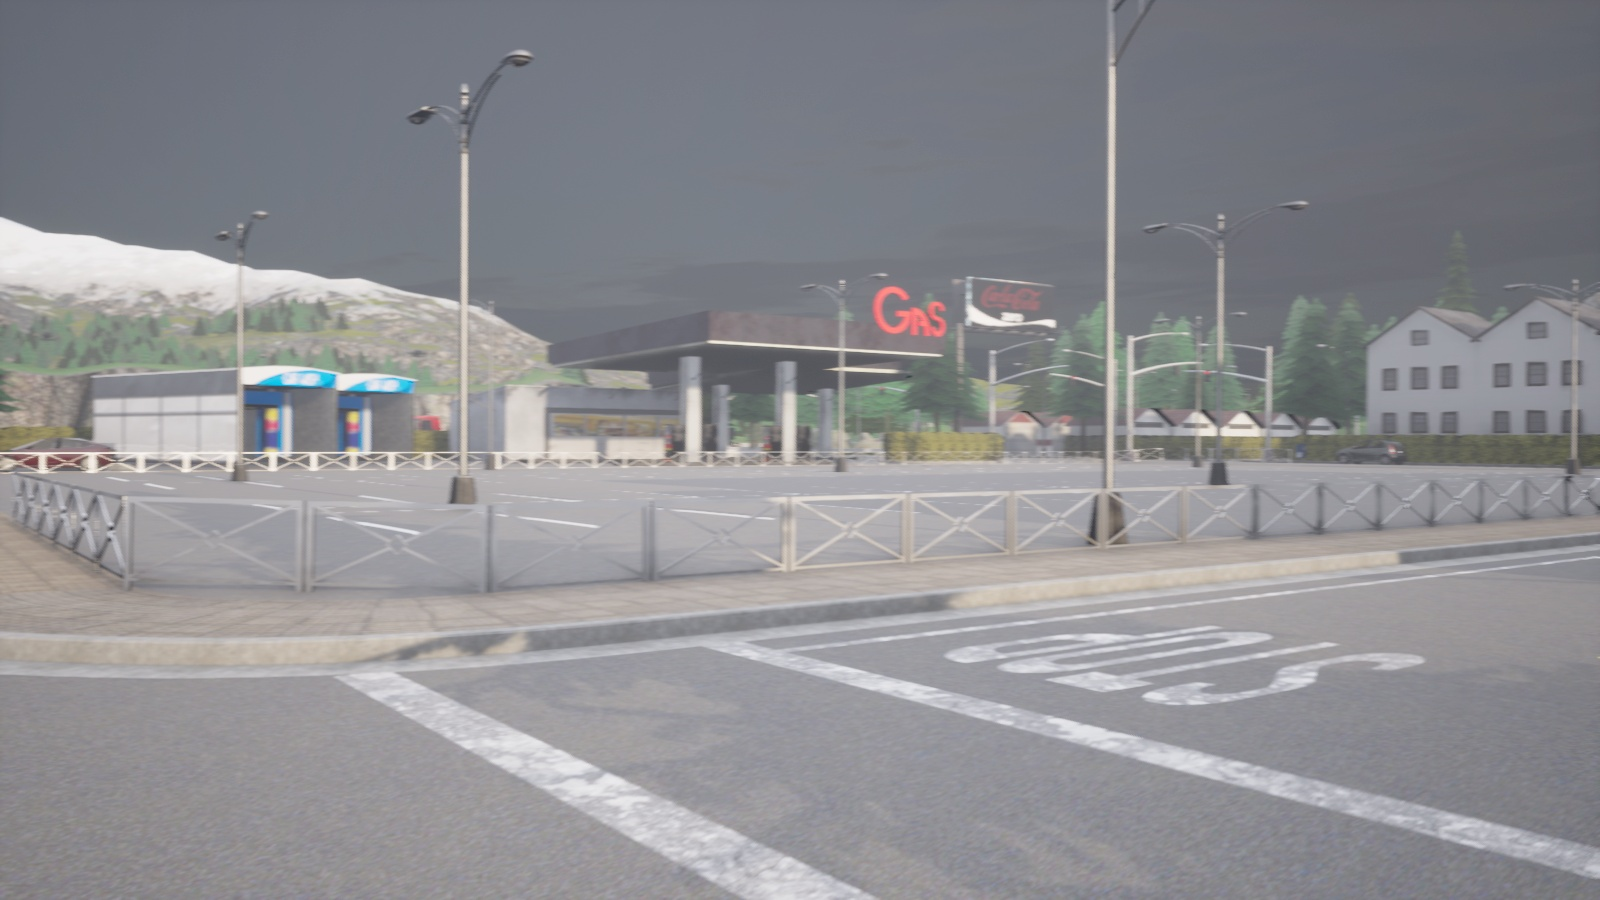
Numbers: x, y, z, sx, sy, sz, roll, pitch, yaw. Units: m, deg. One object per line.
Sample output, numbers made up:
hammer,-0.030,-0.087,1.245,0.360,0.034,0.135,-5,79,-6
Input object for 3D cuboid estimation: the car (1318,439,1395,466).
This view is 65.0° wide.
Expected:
car,34.460,0.156,77.865,1.851,1.617,3.988,0,1,-36

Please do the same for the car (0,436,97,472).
car,-32.532,0.146,52.982,4.792,1.488,2.163,0,1,-36
